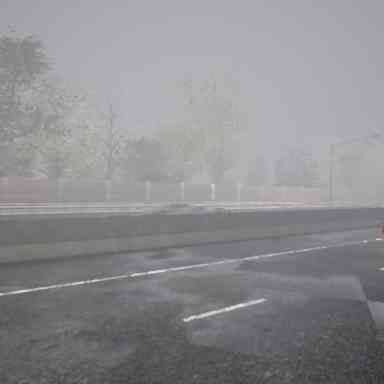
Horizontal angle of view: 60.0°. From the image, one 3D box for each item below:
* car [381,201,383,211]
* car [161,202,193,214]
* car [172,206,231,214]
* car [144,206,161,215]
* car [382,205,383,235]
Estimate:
[{"bbox_3d":[31.847,2.205,52.431,4.674,1.442,1.812,1,-1,-35],"label":"car"},{"bbox_3d":[0.111,1.736,25.569,4.181,1.385,1.994,1,0,-35],"label":"car"},{"bbox_3d":[1.326,1.761,22.139,4.718,1.301,1.895,1,0,-35],"label":"car"},{"bbox_3d":[-1.793,1.679,28.511,4.892,1.490,1.837,1,0,-35],"label":"car"},{"bbox_3d":[11.459,1.439,16.223,5.566,2.045,2.150,1,0,-36],"label":"car"}]
